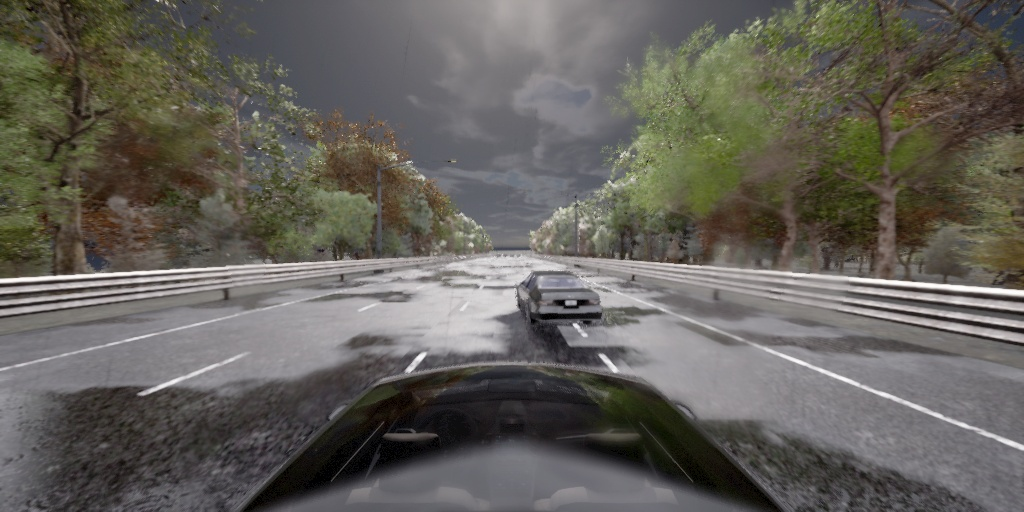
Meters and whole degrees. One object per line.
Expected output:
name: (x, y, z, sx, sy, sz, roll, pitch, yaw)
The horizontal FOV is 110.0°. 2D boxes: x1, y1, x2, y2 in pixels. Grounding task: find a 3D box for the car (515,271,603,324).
car: (1.239, 1.188, 11.412, 2.033, 1.411, 5.357, 0, 1, -5)
